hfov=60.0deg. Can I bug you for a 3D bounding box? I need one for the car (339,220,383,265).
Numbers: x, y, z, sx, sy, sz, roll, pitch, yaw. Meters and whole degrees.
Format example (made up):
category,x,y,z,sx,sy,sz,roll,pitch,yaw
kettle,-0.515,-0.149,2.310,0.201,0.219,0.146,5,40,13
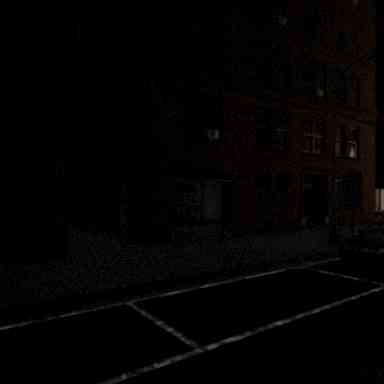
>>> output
category,x,y,z,sx,sy,sz,roll,pitch,yaw
car,6.553,1.595,10.861,4.206,1.307,1.802,0,0,-35
